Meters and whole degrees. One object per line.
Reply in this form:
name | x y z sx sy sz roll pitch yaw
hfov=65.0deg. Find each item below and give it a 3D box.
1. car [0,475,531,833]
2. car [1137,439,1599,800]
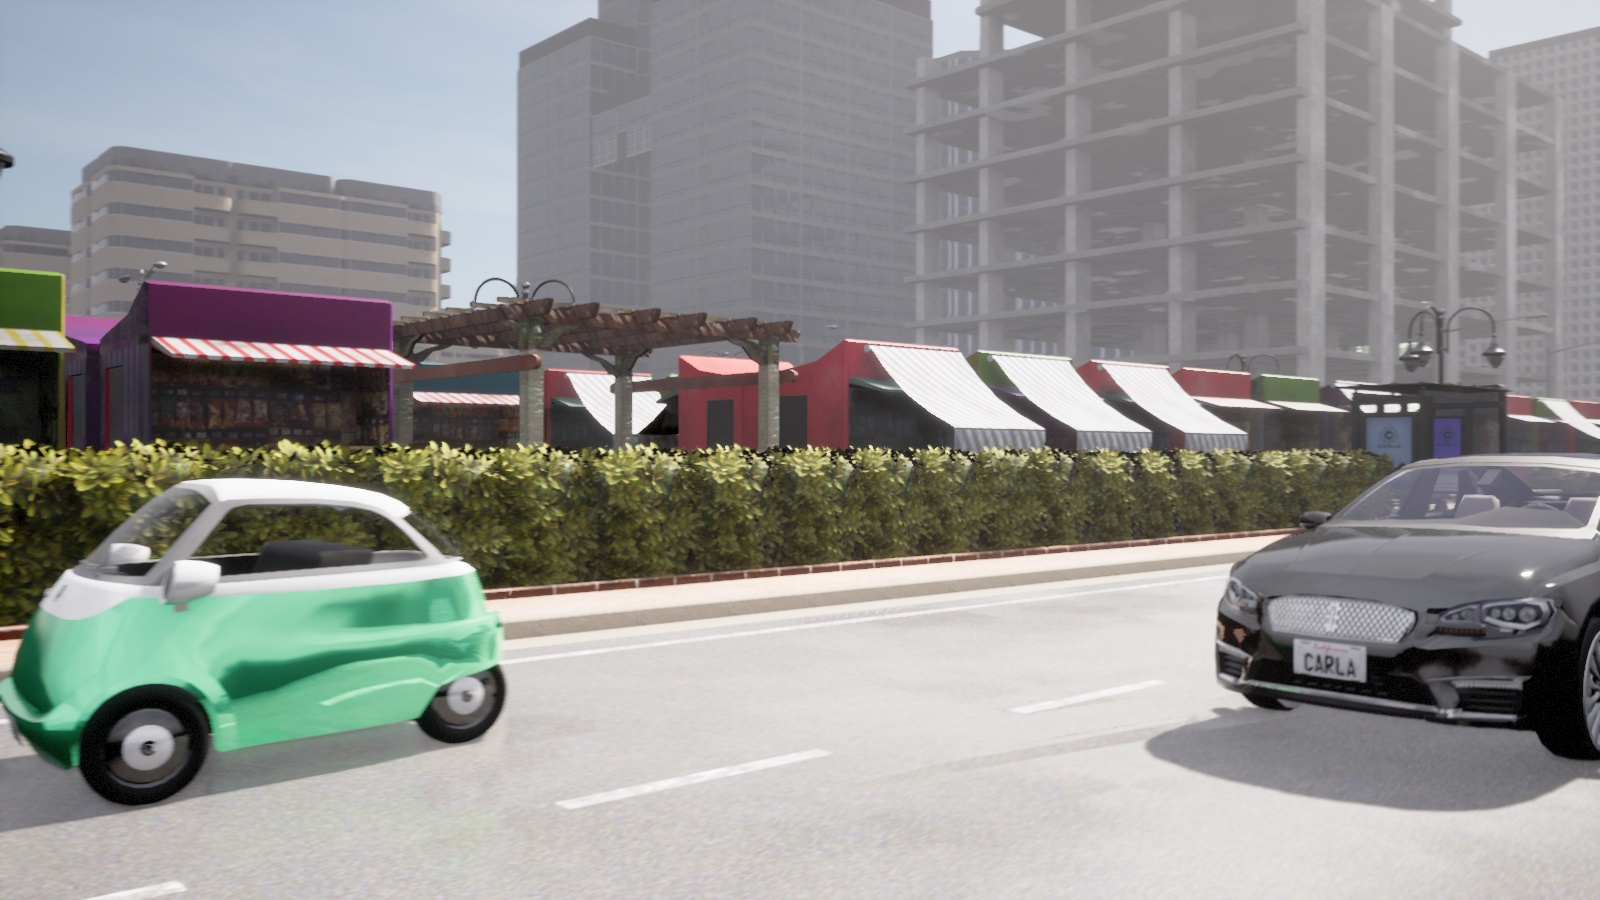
car | -2.685 0.830 6.225 2.207 1.376 1.481 0 -1 -39
car | 4.400 0.716 7.678 4.902 1.511 2.128 0 0 -41
